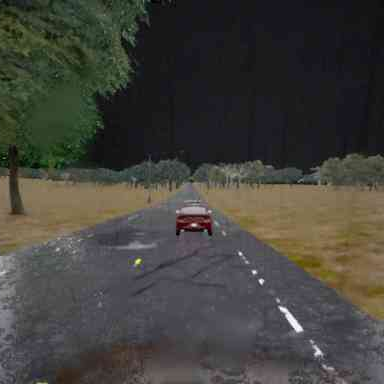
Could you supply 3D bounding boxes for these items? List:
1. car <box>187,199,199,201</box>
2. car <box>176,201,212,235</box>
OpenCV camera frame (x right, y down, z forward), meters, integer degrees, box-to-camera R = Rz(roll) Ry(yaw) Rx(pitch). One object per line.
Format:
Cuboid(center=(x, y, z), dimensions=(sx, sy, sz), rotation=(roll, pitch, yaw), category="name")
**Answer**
Cuboid(center=(0.109, 1.514, 38.324), dimensions=(2.128, 1.511, 4.902), rotation=(0, 0, 0), category="car")
Cuboid(center=(0.105, 1.485, 18.954), dimensions=(1.882, 1.535, 5.008), rotation=(0, 0, 0), category="car")
